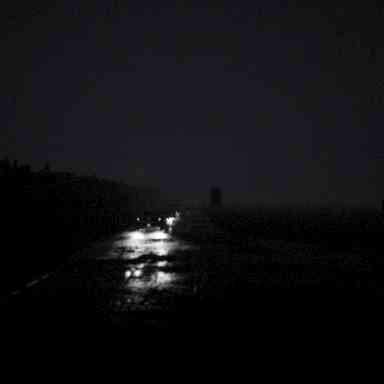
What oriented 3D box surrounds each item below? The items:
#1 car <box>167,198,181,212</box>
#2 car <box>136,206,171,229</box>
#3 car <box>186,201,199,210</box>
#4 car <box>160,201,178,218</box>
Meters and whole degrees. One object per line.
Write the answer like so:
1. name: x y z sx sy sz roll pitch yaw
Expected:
1. car: -2.855 1.869 49.943 2.150 2.045 5.566 0 -1 0
2. car: -2.858 1.920 24.204 1.895 1.301 4.718 0 -1 0
3. car: 0.081 2.230 54.622 1.812 1.442 4.674 0 -1 0
4. car: -2.857 2.038 36.248 1.994 1.385 4.181 0 -1 0
